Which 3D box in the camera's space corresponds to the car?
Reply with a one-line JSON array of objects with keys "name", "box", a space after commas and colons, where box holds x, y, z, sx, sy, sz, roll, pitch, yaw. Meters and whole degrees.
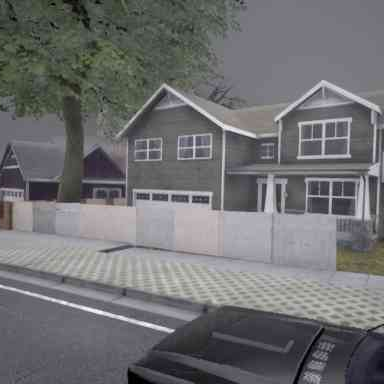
[{"name": "car", "box": [1.761, 1.601, 2.302, 4.718, 1.301, 1.895, 0, 0, 31]}]
